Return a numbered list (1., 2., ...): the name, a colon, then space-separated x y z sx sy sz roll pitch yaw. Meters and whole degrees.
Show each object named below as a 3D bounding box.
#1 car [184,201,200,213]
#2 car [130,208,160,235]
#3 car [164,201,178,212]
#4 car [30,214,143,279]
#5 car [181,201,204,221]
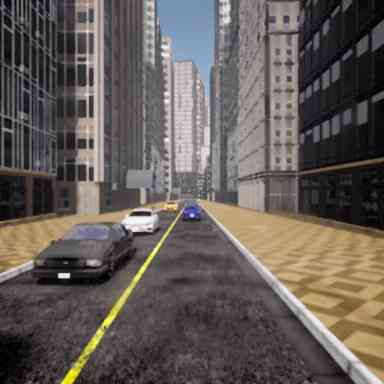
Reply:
1. car: 0.062 2.024 45.809 2.128 1.511 4.902 0 -1 1
2. car: -3.078 1.761 20.717 1.812 1.442 4.674 0 -1 0
3. car: -2.989 2.065 48.164 1.882 1.535 5.008 0 -1 0
4. car: -3.088 1.669 10.711 2.033 1.411 5.357 0 -1 0
5. car: 0.014 1.881 31.102 1.812 1.442 4.674 0 -1 0
